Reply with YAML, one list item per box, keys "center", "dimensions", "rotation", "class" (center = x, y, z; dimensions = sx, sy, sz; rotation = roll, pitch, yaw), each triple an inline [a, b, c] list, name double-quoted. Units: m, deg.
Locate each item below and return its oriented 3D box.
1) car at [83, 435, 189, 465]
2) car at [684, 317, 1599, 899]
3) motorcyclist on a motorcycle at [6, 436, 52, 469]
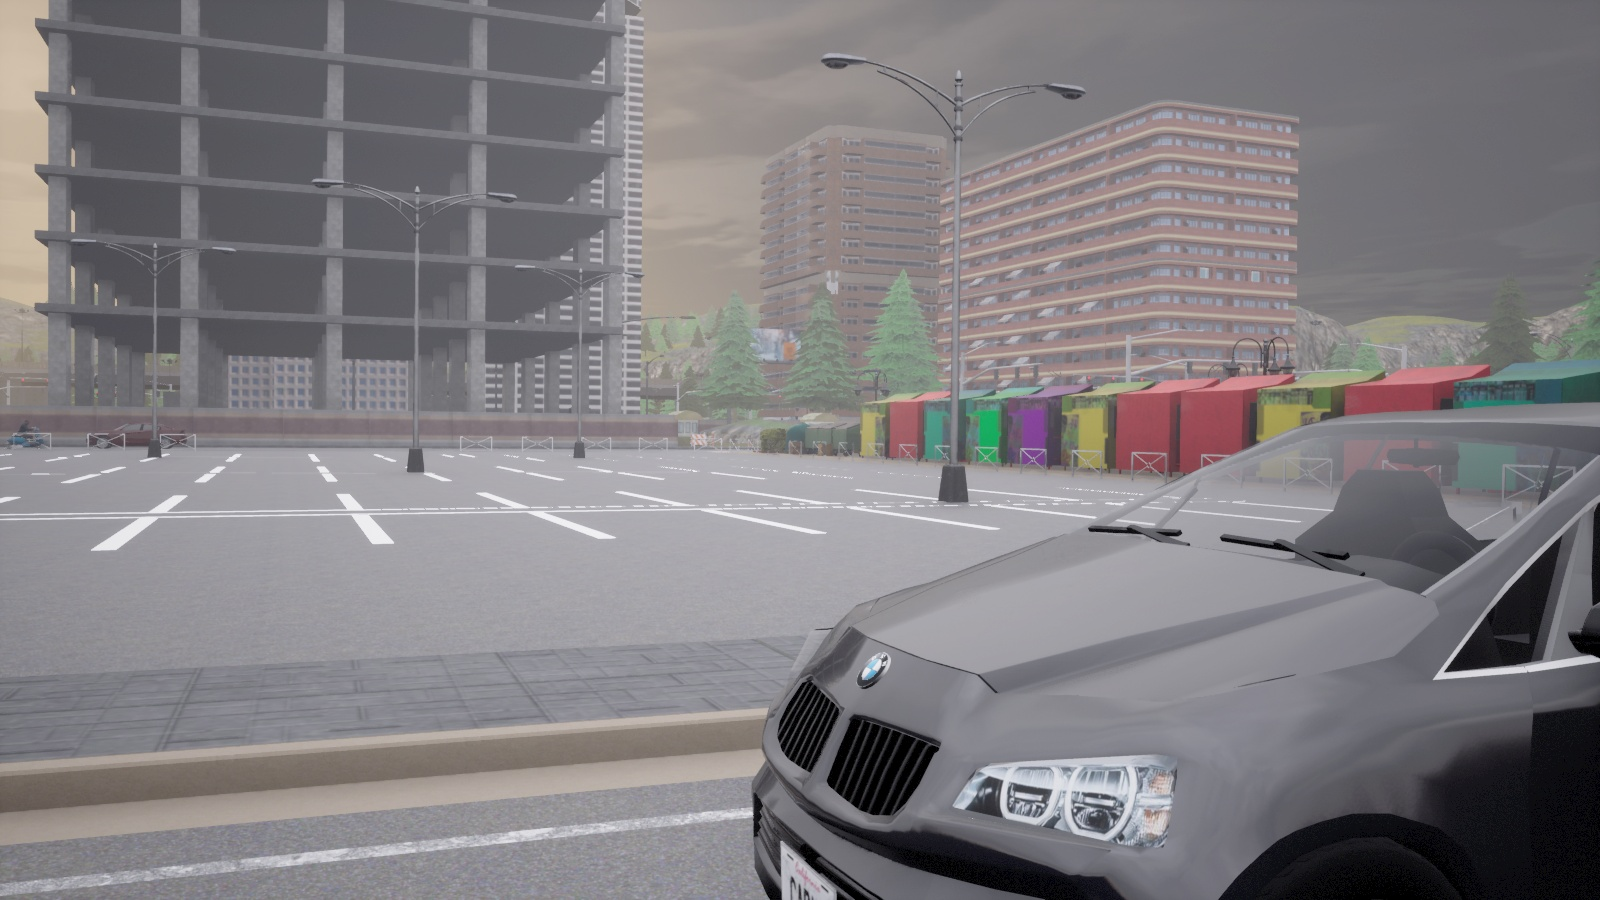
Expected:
- center: [-36.933, -0.019, 69.992]
  dimensions: [5.008, 1.535, 1.882]
  rotation: [-1, 1, -23]
  class: "car"
- center: [2.168, 0.553, 4.061]
  dimensions: [4.611, 1.667, 2.242]
  rotation: [-1, 1, -21]
  class: "car"
- center: [-38.012, 0.099, 61.954]
  dimensions: [1.817, 1.590, 0.866]
  rotation: [-1, 1, -23]
  class: "motorcyclist on a motorcycle"
